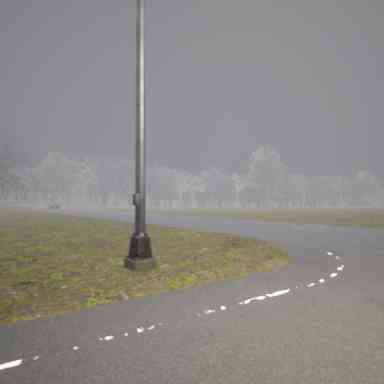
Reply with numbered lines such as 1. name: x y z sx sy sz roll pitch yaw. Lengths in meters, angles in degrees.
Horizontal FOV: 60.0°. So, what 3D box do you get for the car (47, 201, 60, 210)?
1. car: -26.209 2.656 63.010 2.033 1.411 5.357 2 -2 -29
